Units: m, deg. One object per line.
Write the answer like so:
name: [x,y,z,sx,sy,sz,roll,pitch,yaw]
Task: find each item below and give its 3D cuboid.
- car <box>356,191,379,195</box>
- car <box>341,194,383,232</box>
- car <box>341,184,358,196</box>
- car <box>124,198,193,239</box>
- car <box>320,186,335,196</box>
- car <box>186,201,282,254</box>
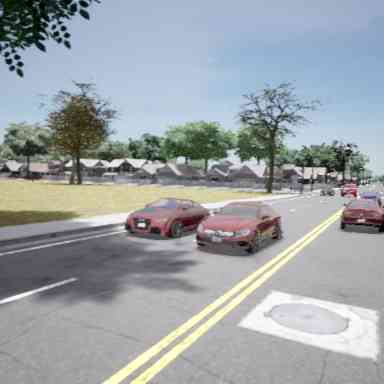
car: [17.564,0.672,32.768,1.812,1.442,4.674,3,3,29]
car: [8.693,1.066,16.855,1.812,1.442,4.674,3,3,29]
car: [25.533,-0.295,53.914,2.150,2.045,5.566,3,3,29]
car: [-0.812,0.944,13.547,1.994,1.385,4.181,3,3,29]
car: [22.573,-0.142,55.308,1.837,1.490,4.892,3,2,29]
car: [1.860,1.070,11.670,1.812,1.442,4.674,3,3,29]
